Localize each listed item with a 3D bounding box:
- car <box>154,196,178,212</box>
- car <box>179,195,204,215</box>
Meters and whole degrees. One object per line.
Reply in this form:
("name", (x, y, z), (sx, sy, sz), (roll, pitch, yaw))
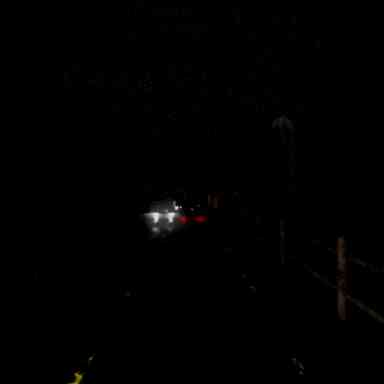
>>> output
("car", (-2.725, 1.310, 35.107), (1.812, 1.442, 4.674), (0, 0, 0))
("car", (0.028, 1.330, 31.574), (1.812, 1.442, 4.674), (0, 0, 0))
